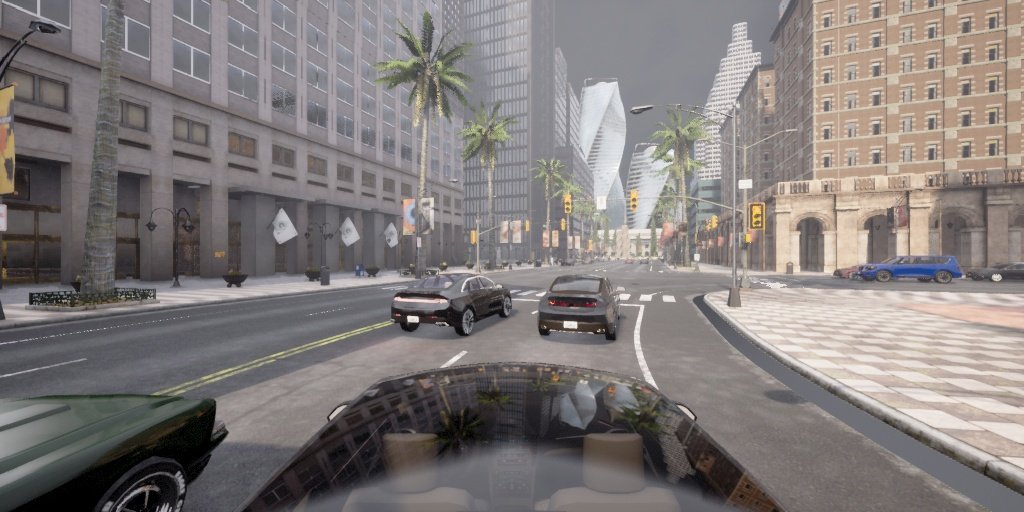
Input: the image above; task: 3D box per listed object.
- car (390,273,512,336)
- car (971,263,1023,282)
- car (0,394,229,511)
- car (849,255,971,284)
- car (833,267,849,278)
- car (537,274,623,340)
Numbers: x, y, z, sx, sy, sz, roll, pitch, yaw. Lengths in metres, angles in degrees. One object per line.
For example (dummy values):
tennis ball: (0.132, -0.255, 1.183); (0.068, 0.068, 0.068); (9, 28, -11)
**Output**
car: (-1.482, 1.242, 10.541); (2.128, 1.511, 4.902); (0, 0, 19)
car: (38.551, 1.255, 27.554); (4.892, 1.490, 1.837); (0, 0, 22)
car: (-3.312, 1.351, 0.814); (1.895, 1.301, 4.718); (0, 0, 1)
car: (29.878, 0.971, 27.201); (5.566, 2.045, 2.150); (0, 0, 21)
car: (30.394, 1.314, 30.759); (4.181, 1.385, 1.994); (0, 0, 21)
car: (2.042, 1.255, 10.123); (1.837, 1.490, 4.892); (0, 0, 18)
